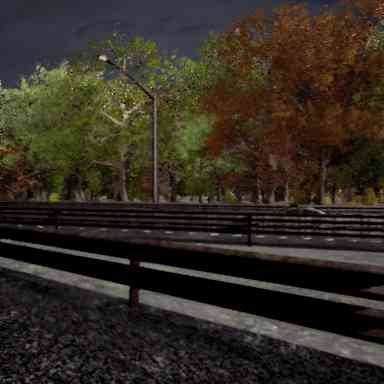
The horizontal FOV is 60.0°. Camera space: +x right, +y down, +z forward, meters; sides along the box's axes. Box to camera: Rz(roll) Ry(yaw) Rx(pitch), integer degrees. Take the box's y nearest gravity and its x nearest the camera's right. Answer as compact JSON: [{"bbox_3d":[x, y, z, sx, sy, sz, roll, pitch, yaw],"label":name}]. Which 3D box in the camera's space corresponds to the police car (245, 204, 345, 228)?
[{"bbox_3d":[5.615,1.492,18.479,5.238,1.638,1.930,0,0,19],"label":"police car"}]
